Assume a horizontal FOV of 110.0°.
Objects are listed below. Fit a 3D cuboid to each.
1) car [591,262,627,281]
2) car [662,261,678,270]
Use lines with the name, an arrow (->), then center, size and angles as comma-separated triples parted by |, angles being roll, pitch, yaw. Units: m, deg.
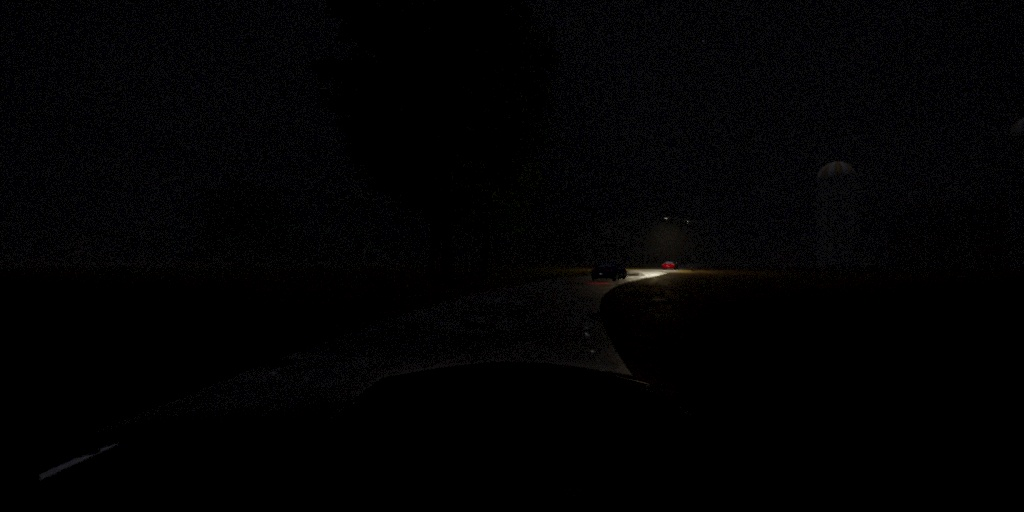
car -> 8.288, 1.271, 30.411 | 1.882, 1.535, 5.008 | 0, 0, 31
car -> 25.416, 1.478, 57.642 | 1.994, 1.385, 4.181 | 0, 0, 32
